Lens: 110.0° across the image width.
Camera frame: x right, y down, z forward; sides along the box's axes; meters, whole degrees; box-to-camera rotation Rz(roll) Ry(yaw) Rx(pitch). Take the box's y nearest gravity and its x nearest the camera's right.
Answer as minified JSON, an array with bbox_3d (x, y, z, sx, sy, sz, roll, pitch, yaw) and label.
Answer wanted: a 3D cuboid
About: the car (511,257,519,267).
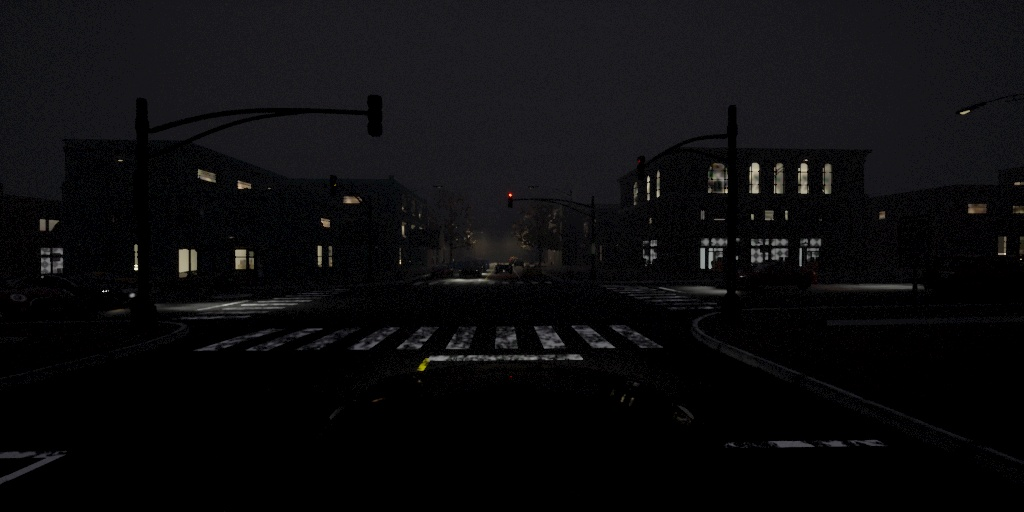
[{"bbox_3d":[1.164,1.288,61.552,2.007,1.370,4.403,0,0,-1],"label":"car"}]

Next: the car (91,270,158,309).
[{"bbox_3d":[-18.778,1.455,15.303,4.902,1.511,2.128,-1,1,-3],"label":"car"}]

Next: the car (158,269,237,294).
[{"bbox_3d":[-18.683,1.474,21.109,4.313,1.339,1.948,0,0,-2],"label":"car"}]

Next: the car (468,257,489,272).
[{"bbox_3d":[-4.190,1.219,44.480,1.882,1.535,5.008,0,0,-1],"label":"car"}]

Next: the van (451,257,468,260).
[{"bbox_3d":[-6.785,1.082,44.702,1.690,1.789,3.998,0,0,-1],"label":"van"}]

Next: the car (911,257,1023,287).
[{"bbox_3d":[26.382,0.882,20.478,4.902,1.511,2.128,-1,1,-2],"label":"car"}]

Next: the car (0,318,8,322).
[{"bbox_3d":[-5.661,1.295,1.105,1.888,1.381,4.507,0,0,-1],"label":"car"}]

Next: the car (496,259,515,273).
[{"bbox_3d":[-0.948,1.343,42.098,1.895,1.301,4.718,0,0,-1],"label":"car"}]

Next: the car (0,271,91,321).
[{"bbox_3d":[-18.349,1.422,12.769,4.097,1.591,1.967,0,0,-3],"label":"car"}]

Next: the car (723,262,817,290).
[{"bbox_3d":[14.302,1.063,19.952,4.674,1.442,1.812,-1,1,-2],"label":"car"}]

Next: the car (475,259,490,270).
[{"bbox_3d":[-4.435,1.217,54.542,1.882,1.535,5.008,0,0,-1],"label":"car"}]

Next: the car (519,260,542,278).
[{"bbox_3d":[1.874,1.269,33.999,1.751,1.417,4.829,0,0,-1],"label":"car"}]

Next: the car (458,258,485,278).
[{"bbox_3d":[-3.928,1.221,34.440,1.882,1.535,5.008,0,0,-2],"label":"car"}]

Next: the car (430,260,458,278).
[{"bbox_3d":[-6.499,1.326,33.614,1.802,1.307,4.207,0,0,-1],"label":"car"}]

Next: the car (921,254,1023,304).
[{"bbox_3d":[19.639,0.842,14.395,5.009,1.841,2.192,0,0,-3],"label":"car"}]
